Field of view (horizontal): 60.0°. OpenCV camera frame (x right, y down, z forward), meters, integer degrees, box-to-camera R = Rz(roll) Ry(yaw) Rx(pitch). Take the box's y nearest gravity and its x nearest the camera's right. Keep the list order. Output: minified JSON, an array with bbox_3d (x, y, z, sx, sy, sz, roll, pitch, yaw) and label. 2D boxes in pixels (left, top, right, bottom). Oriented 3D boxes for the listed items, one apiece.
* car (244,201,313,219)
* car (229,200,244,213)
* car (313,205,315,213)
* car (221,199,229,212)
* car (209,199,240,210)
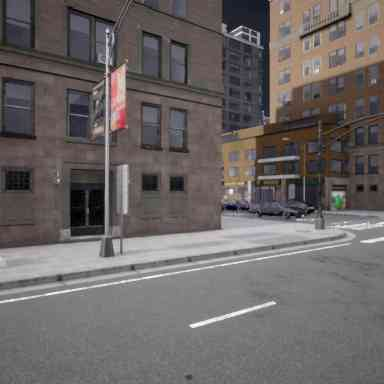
[{"bbox_3d":[7.413,1.541,29.157,2.033,1.411,5.357,0,0,-37],"label":"car"},{"bbox_3d":[5.022,1.604,37.605,1.895,1.301,4.718,0,0,-35],"label":"car"},{"bbox_3d":[10.530,1.580,34.284,1.947,1.339,4.313,0,0,-35],"label":"car"},{"bbox_3d":[1.631,1.592,37.366,1.895,1.301,4.718,0,0,-35],"label":"car"},{"bbox_3d":[4.168,1.594,43.286,1.802,1.307,4.206,0,0,-35],"label":"car"}]
